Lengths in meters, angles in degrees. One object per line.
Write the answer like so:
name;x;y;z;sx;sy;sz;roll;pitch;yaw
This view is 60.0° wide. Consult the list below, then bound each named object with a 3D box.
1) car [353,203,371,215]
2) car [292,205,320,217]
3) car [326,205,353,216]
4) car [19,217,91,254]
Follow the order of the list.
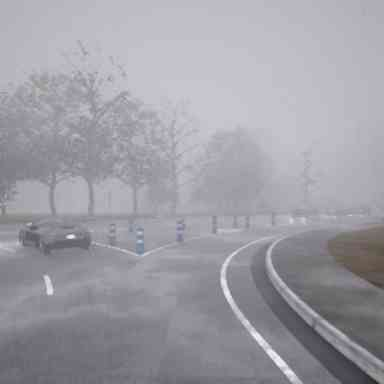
car;28.765;2.866;56.754;2.150;2.045;5.566;-1;-3;43
car;14.302;2.346;41.701;1.882;1.535;5.008;-1;-3;44
car;21.415;2.740;49.090;2.128;1.511;4.902;-1;-3;44
car;-6.190;1.796;14.862;1.994;1.385;4.181;0;-1;-42
